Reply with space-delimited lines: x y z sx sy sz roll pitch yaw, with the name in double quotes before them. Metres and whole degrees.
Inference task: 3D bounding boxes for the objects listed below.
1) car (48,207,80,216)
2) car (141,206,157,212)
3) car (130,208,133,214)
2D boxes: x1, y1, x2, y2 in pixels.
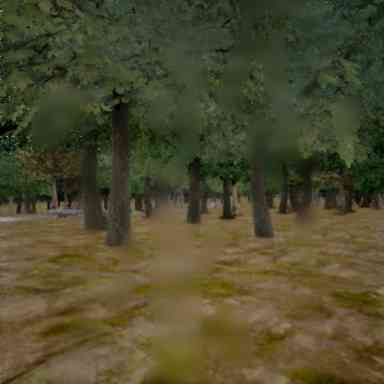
"car" -19.038 2.847 49.656 1.895 1.301 4.718 0 -2 22
"car" -8.778 3.478 68.314 1.994 1.385 4.181 0 -2 18
"car" -12.127 3.158 58.801 1.994 1.385 4.181 0 -2 21
